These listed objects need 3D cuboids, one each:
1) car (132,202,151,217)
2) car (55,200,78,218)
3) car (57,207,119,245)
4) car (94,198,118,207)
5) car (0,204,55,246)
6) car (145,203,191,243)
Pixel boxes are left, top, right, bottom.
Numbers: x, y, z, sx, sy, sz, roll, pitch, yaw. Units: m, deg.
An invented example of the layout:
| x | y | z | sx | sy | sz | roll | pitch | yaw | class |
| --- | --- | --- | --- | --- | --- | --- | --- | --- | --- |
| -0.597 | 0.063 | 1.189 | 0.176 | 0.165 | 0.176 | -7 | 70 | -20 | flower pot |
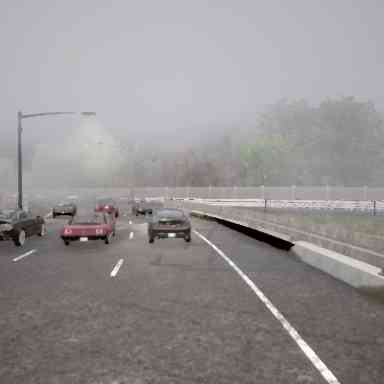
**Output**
| x | y | z | sx | sy | sz | roll | pitch | yaw | class |
| --- | --- | --- | --- | --- | --- | --- | --- | --- | --- |
| -4.653 | 1.615 | 31.905 | 1.895 | 1.301 | 4.718 | 0 | 0 | -16 | car |
| -11.359 | 1.493 | 29.900 | 2.128 | 1.511 | 4.902 | 0 | 0 | -16 | car |
| -4.648 | 1.614 | 15.546 | 1.895 | 1.301 | 4.718 | 0 | 0 | -8 | car |
| -7.993 | 1.364 | 30.859 | 2.097 | 1.767 | 4.553 | 0 | 0 | -16 | car |
| -8.107 | 1.493 | 15.015 | 2.128 | 1.511 | 4.902 | 0 | 0 | -8 | car |
| -1.180 | 1.514 | 16.018 | 1.837 | 1.490 | 4.892 | 0 | 0 | -8 | car |
